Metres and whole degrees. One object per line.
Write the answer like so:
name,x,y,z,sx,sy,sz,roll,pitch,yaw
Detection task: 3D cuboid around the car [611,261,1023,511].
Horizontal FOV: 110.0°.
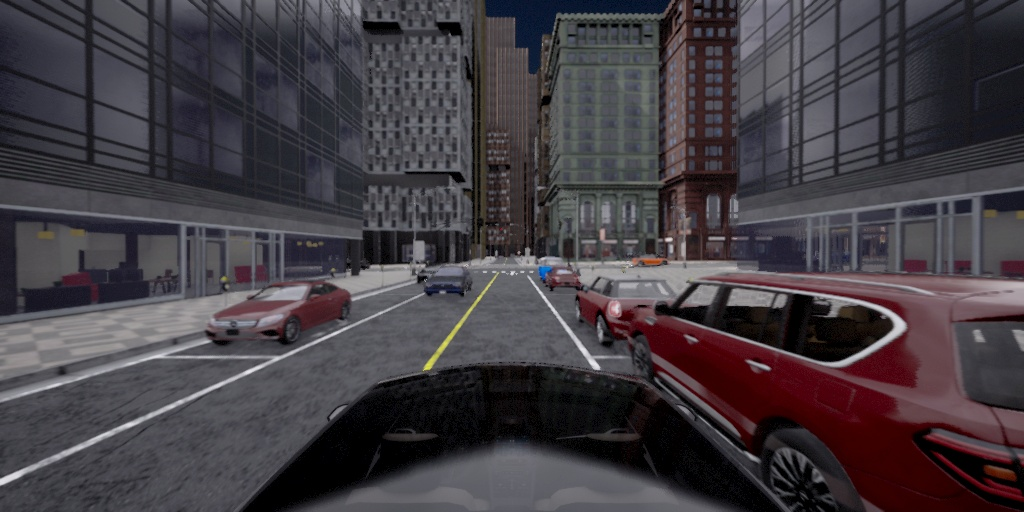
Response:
car,2.858,1.057,3.725,2.192,1.841,5.009,0,0,0

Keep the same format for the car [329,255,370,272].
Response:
car,-21.681,0.929,47.093,5.566,2.045,2.150,-1,1,0

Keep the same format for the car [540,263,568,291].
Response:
car,2.860,1.254,20.672,1.802,1.307,4.207,0,0,0

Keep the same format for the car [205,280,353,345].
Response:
car,-5.667,1.303,9.373,1.802,1.307,4.207,0,0,0

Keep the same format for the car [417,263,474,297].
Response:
car,-3.098,1.229,18.682,2.033,1.411,5.357,0,0,0

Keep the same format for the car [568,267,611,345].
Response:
car,2.858,1.160,9.374,1.967,1.591,4.097,0,0,0

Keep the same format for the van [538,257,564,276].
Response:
van,2.861,0.987,26.321,1.690,1.789,3.998,0,0,0

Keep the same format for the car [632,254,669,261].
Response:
car,18.211,0.537,47.118,4.553,1.767,2.097,-1,1,0
